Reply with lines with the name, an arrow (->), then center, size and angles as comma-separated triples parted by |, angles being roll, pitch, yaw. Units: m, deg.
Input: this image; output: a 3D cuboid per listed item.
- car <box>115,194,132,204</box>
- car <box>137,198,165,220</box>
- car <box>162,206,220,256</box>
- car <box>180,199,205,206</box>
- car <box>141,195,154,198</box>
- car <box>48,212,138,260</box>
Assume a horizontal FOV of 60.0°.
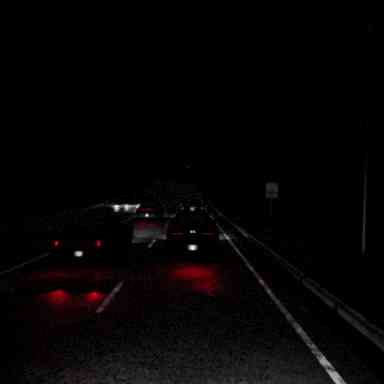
car -> -10.583, 1.000, 51.782 | 1.882, 1.535, 5.008 | 0, 3, 0
car -> -3.457, 1.523, 28.091 | 1.837, 1.490, 4.892 | 0, 0, 1
car -> 0.044, 1.515, 13.098 | 1.837, 1.490, 4.892 | 0, 0, 1
car -> 0.042, 1.368, 27.895 | 2.097, 1.767, 4.553 | 0, 0, 1
car -> -7.084, 1.111, 52.012 | 1.895, 1.301, 4.718 | 0, 3, 0
car -> -3.463, 1.608, 12.450 | 1.895, 1.301, 4.718 | 0, 0, 1
